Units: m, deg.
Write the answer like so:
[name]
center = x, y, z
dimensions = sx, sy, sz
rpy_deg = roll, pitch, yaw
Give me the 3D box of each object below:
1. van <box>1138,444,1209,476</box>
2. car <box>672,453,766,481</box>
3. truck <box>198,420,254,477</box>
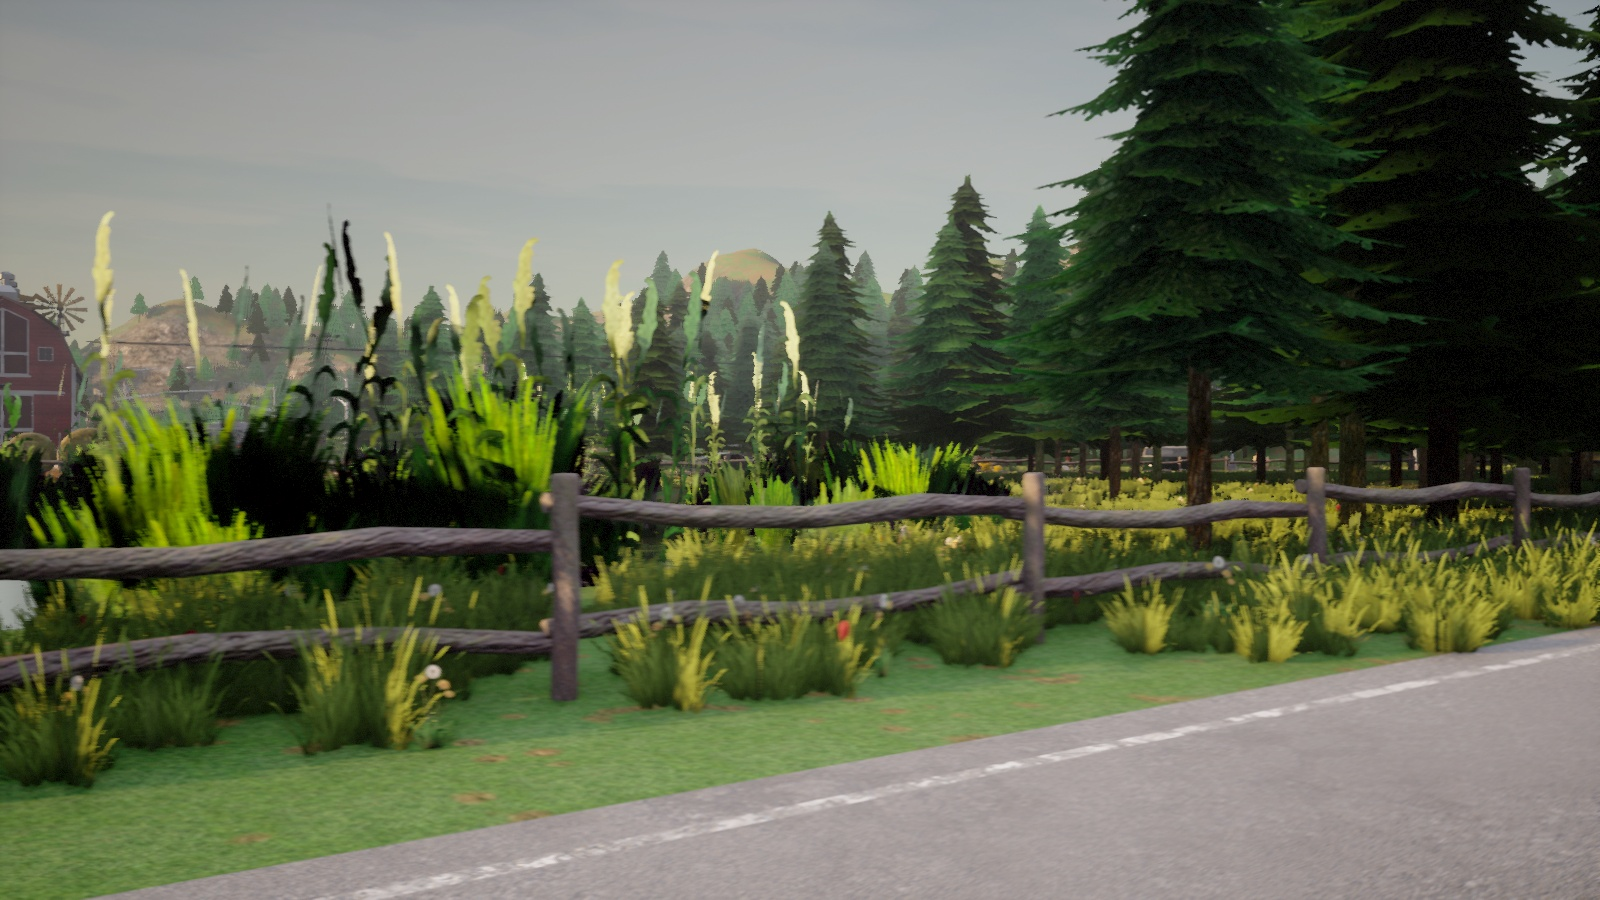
[van]
center = 24.199, 0.629, 81.295
dimensions = 4.442, 1.987, 1.775
rpy_deg = 0, 0, -28
[car]
center = -4.481, 0.907, 69.888
dimensions = 4.892, 1.490, 1.837
rpy_deg = 0, 0, -27
[truck]
center = -40.672, -0.098, 88.846
dimensions = 2.891, 3.827, 8.468
rpy_deg = 0, 0, -30
